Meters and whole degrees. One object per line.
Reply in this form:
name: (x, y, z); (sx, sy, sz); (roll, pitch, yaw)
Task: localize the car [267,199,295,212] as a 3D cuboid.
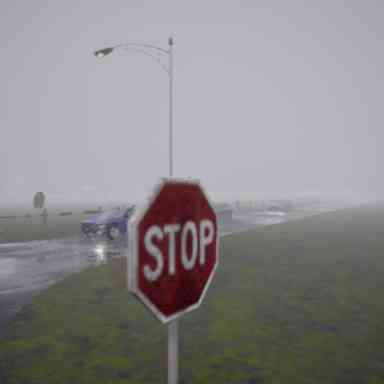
car: (10.732, 1.603, 39.772); (2.033, 1.411, 5.357); (0, 0, 34)

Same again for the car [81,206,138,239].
car: (-3.732, 1.560, 18.306); (1.882, 1.535, 5.008); (0, 0, 34)

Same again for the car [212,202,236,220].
car: (1.879, 1.575, 26.646); (1.837, 1.490, 4.892); (0, 1, 34)
